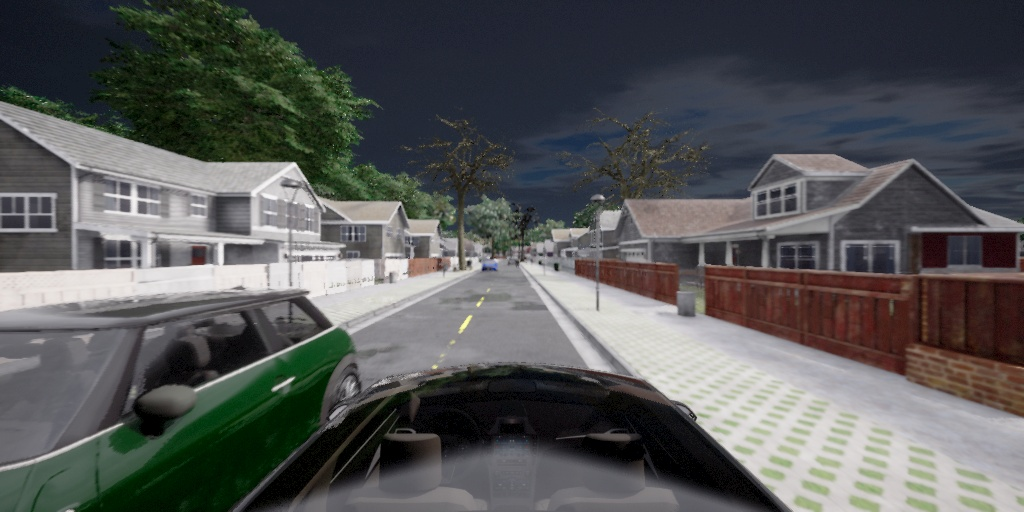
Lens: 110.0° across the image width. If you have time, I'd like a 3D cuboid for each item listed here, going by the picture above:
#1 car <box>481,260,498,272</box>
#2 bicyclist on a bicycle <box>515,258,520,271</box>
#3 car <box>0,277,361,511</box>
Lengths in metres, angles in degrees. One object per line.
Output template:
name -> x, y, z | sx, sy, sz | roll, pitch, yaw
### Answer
car -> -2.826, 1.227, 45.432 | 1.882, 1.535, 5.008 | 0, 0, 0
bicyclist on a bicycle -> 0.757, 1.119, 46.039 | 0.659, 1.776, 1.843 | 0, 0, 0
car -> -2.851, 1.103, 2.374 | 2.097, 1.767, 4.553 | 0, 0, 0
